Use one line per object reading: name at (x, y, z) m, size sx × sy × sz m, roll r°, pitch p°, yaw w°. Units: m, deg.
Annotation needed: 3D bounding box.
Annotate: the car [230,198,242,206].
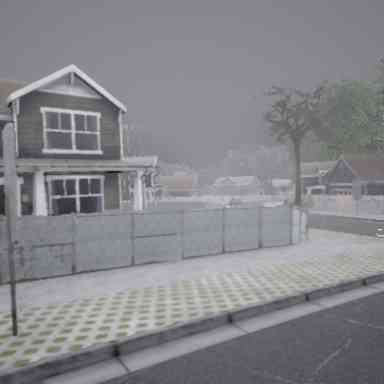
car at (7.770, 1.697, 58.226) m, size 1.994 × 1.385 × 4.181 m, roll -2°, pitch 0°, yaw 10°
